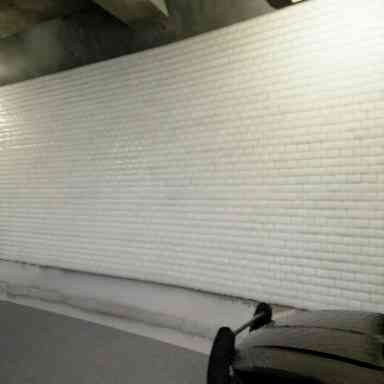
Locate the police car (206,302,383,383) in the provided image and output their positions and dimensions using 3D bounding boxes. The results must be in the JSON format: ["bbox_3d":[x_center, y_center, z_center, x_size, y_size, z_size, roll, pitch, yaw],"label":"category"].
[{"bbox_3d":[2.485,1.409,1.979,5.238,1.638,1.930,0,0,37],"label":"police car"}]
